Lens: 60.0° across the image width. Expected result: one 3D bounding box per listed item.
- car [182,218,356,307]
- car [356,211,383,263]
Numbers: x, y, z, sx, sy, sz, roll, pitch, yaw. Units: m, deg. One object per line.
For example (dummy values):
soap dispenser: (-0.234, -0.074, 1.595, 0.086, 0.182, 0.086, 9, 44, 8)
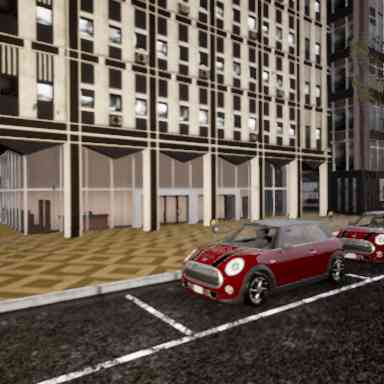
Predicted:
car: (1.747, 1.404, 7.809, 4.097, 1.590, 1.967, 0, 0, -36)
car: (6.387, 1.368, 11.119, 4.097, 1.590, 1.967, 0, 0, -36)
